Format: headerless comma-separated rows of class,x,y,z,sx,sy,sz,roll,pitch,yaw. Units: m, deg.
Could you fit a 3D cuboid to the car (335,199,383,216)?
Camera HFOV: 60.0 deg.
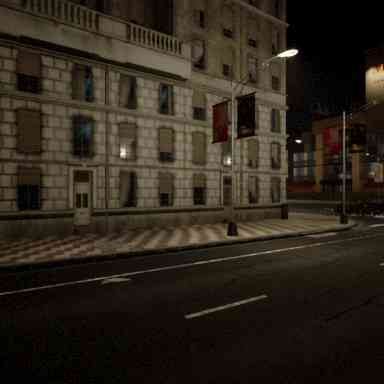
car,16.197,1.565,32.561,1.994,1.385,4.181,0,0,-32
